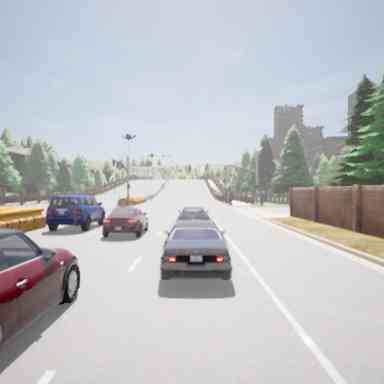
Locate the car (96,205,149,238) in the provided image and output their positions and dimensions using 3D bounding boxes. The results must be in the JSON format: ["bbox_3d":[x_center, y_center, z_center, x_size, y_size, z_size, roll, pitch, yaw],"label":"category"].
[{"bbox_3d":[-3.414,1.498,17.532,1.812,1.442,4.674,0,0,-1],"label":"car"}]

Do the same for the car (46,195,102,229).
[{"bbox_3d":[-6.912,1.191,20.317,2.150,2.045,5.566,0,0,0],"label":"car"}]

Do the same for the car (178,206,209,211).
[{"bbox_3d":[0.089,1.534,19.485,1.994,1.385,4.181,0,0,0],"label":"car"}]

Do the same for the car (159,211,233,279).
[{"bbox_3d":[0.094,1.532,9.952,2.033,1.411,5.357,0,0,0],"label":"car"}]

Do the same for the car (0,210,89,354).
[{"bbox_3d":[-3.402,1.343,5.230,2.097,1.767,4.553,0,0,-1],"label":"car"}]
